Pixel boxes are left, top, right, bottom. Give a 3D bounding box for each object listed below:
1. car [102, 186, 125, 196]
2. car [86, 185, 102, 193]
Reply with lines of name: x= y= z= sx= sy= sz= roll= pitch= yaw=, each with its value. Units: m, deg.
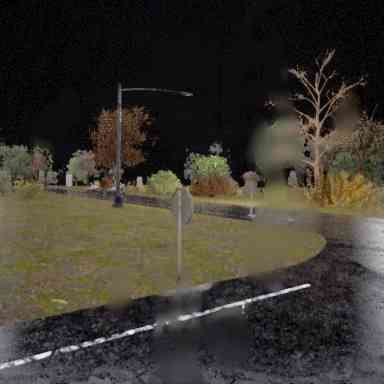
car: x=-12.011 y=-0.213 z=52.082 sx=1.812 sy=1.442 sz=4.674 roll=0 pitch=2 yaw=-36
car: x=-17.598 y=-0.522 z=59.879 sx=1.812 sy=1.442 sz=4.674 roll=0 pitch=2 yaw=-36
